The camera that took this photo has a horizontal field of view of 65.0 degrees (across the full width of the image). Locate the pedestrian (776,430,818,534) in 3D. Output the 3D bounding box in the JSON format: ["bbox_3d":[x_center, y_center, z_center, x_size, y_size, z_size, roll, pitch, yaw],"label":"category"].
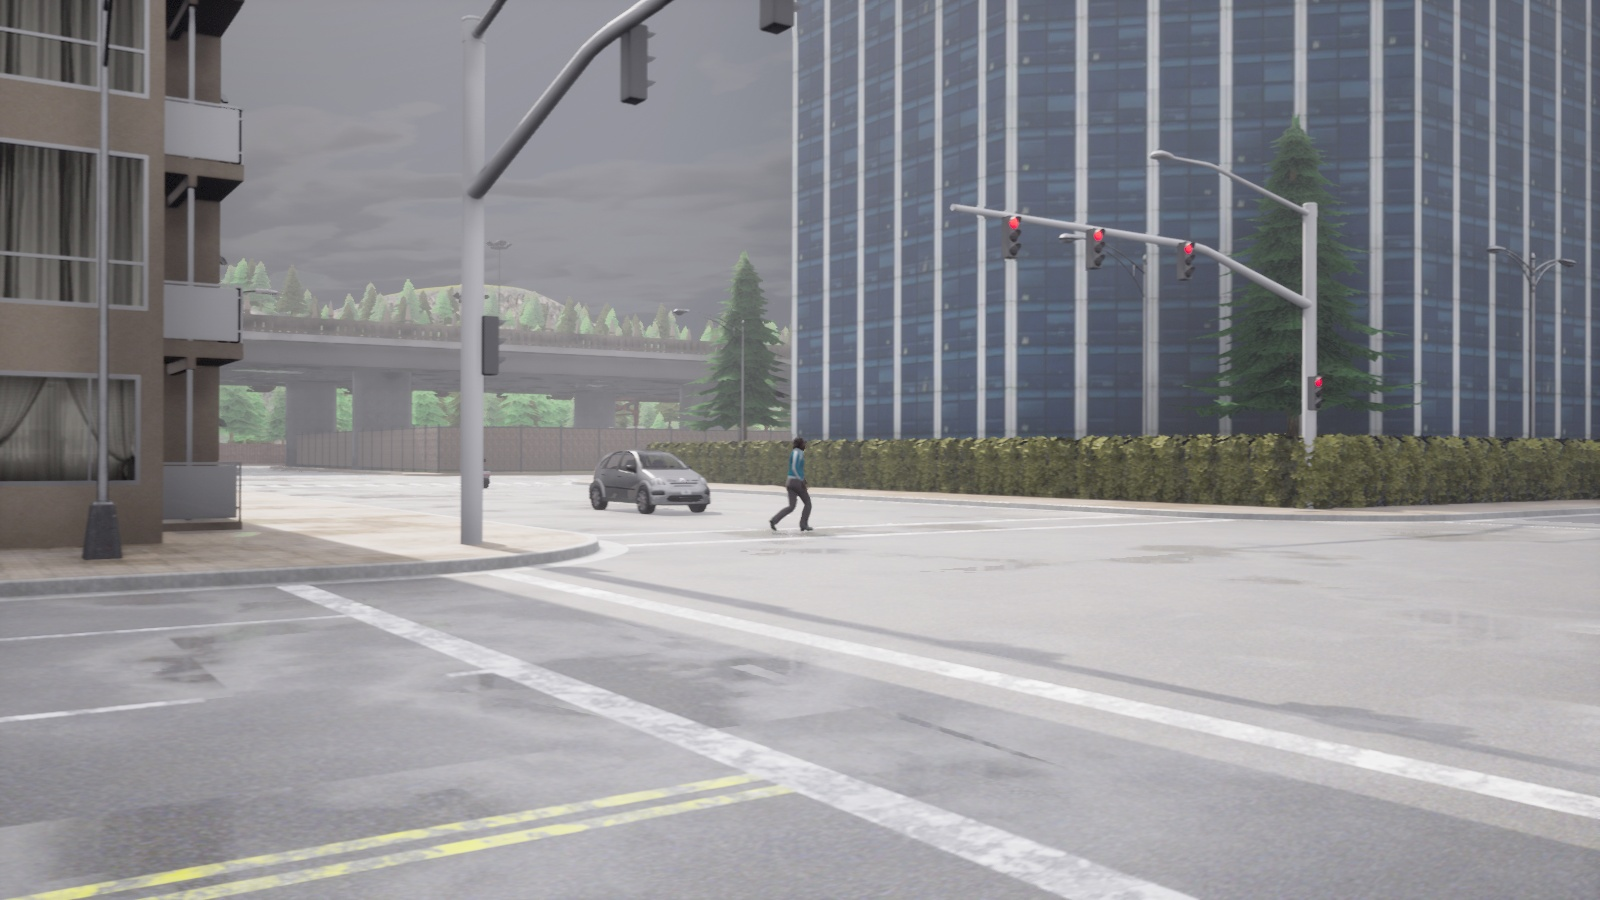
[{"bbox_3d":[-0.053,0.593,23.474,0.692,1.930,0.396,0,0,-17],"label":"pedestrian"}]

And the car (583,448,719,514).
[{"bbox_3d":[-3.922,0.756,32.496,1.851,1.617,3.988,0,0,-34],"label":"car"}]
